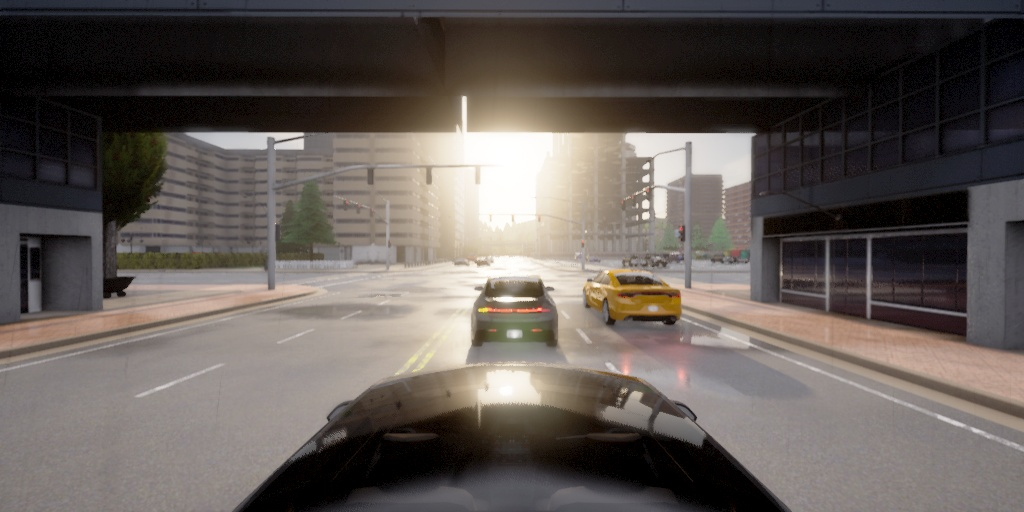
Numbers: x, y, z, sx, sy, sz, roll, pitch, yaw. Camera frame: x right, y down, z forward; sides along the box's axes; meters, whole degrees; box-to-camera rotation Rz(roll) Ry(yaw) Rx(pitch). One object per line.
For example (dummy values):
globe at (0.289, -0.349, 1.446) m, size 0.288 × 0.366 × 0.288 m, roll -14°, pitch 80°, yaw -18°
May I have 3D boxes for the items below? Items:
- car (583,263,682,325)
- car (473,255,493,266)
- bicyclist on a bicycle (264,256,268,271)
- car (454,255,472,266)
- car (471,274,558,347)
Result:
car at (3.575, 1.158, 11.530) m, size 1.882 × 1.535 × 5.008 m, roll 0°, pitch 0°, yaw 0°
car at (-4.535, 0.964, 56.670) m, size 1.895 × 1.301 × 4.718 m, roll 0°, pitch 0°, yaw 0°
bicyclist on a bicycle at (-26.006, 0.793, 38.414) m, size 0.582 × 1.620 × 1.656 m, roll 0°, pitch 1°, yaw 0°
car at (-8.035, 0.923, 57.286) m, size 1.994 × 1.385 × 4.181 m, roll 0°, pitch 0°, yaw 0°
car at (0.064, 1.202, 9.159) m, size 1.837 × 1.490 × 4.892 m, roll 0°, pitch 0°, yaw 0°
